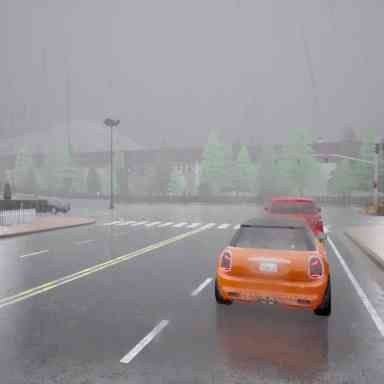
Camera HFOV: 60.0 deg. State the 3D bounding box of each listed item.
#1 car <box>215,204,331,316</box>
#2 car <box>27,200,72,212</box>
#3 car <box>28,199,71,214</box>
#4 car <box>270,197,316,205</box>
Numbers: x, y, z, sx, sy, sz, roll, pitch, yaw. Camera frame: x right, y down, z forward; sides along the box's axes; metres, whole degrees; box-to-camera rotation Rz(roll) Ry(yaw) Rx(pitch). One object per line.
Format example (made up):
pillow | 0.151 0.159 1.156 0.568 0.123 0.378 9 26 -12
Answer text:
car | 2.056 1.352 7.890 2.097 1.767 4.553 0 0 19
car | -16.814 1.592 39.325 4.718 1.301 1.895 0 0 16
car | -15.227 1.502 35.212 4.892 1.490 1.837 0 0 18
car | 4.271 1.221 14.150 2.150 2.045 5.566 0 0 16
